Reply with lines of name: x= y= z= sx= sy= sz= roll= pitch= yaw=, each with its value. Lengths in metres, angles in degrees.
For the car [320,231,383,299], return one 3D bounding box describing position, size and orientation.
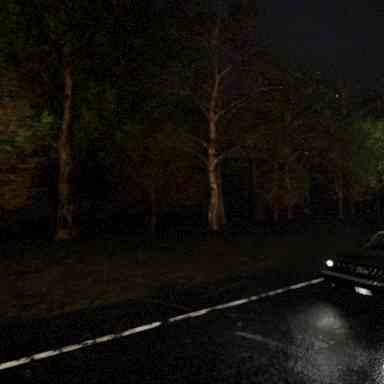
car: x=5.023 y=1.542 z=7.550 sx=4.718 sy=1.301 sz=1.895 roll=0 pitch=0 yaw=-35
